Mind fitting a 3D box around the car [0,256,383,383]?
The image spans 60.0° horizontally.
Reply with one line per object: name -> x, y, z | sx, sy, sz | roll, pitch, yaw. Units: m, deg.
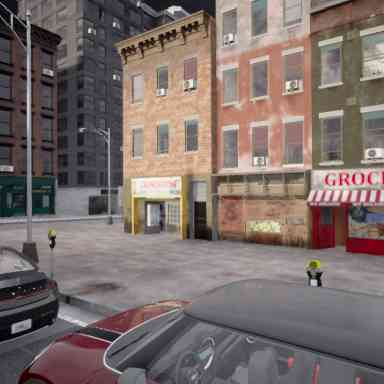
car -> 0.440, 1.440, 2.504 | 4.097, 1.590, 1.967 | 0, 0, 35

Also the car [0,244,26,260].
car -> -4.044, 1.552, 5.695 | 4.403, 1.369, 2.008 | 0, 0, 35
